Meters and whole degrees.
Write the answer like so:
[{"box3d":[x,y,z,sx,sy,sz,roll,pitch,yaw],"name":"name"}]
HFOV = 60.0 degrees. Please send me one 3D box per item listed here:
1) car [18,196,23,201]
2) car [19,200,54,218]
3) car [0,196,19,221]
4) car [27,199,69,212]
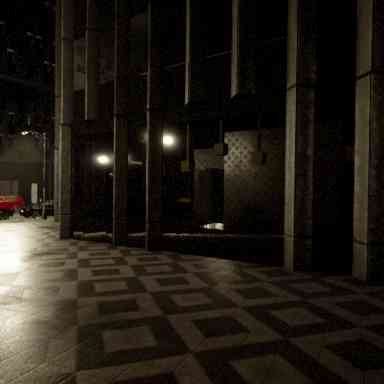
[{"box3d":[-20.822,1.354,36.162,2.192,1.841,5.009,1,0,35],"name":"car"},{"box3d":[-13.870,1.743,31.235,1.947,1.339,4.313,1,0,35],"name":"car"},{"box3d":[-17.124,1.463,26.625,2.192,1.841,5.009,1,0,35],"name":"car"},{"box3d":[-17.569,1.635,40.771,1.947,1.339,4.313,1,0,35],"name":"car"}]
